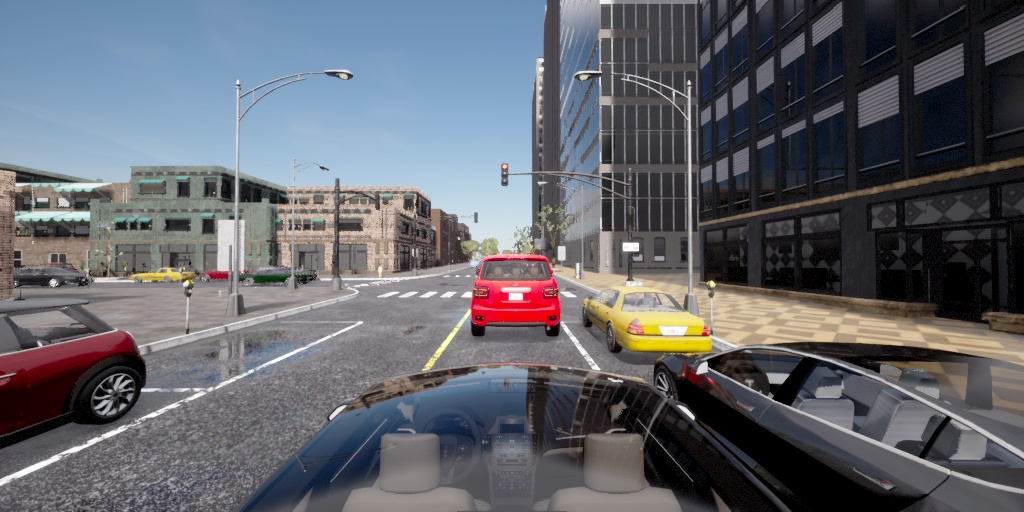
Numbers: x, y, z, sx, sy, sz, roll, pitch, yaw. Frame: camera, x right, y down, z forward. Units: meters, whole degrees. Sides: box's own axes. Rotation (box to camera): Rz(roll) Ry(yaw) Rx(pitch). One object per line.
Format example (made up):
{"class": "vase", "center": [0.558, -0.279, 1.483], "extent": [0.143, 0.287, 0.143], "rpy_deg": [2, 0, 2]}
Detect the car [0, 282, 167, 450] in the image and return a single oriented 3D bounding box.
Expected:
{"class": "car", "center": [-5.692, 1.190, 2.827], "extent": [1.967, 1.591, 4.097], "rpy_deg": [0, 0, 0]}

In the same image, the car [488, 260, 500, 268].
{"class": "car", "center": [-3.193, 1.375, 64.469], "extent": [1.895, 1.301, 4.718], "rpy_deg": [0, 0, 0]}

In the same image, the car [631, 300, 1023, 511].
{"class": "car", "center": [2.655, 1.316, 2.791], "extent": [1.948, 1.339, 4.313], "rpy_deg": [0, 0, 0]}

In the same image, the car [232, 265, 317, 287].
{"class": "car", "center": [-16.777, 1.479, 25.617], "extent": [4.718, 1.301, 1.895], "rpy_deg": [-1, -1, 1]}

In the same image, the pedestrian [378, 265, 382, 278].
{"class": "pedestrian", "center": [-12.616, 1.399, 34.339], "extent": [0.375, 1.300, 0.375], "rpy_deg": [0, 0, 1]}

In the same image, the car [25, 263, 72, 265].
{"class": "car", "center": [-41.669, 1.522, 31.692], "extent": [5.009, 1.841, 2.192], "rpy_deg": [0, 0, 1]}

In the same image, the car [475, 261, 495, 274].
{"class": "car", "center": [-3.193, 1.312, 43.986], "extent": [2.033, 1.411, 5.357], "rpy_deg": [0, 0, 0]}

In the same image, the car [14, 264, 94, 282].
{"class": "car", "center": [-33.261, 1.543, 25.828], "extent": [4.892, 1.490, 1.837], "rpy_deg": [-1, -1, 1]}

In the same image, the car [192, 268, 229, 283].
{"class": "car", "center": [-25.025, 1.489, 31.517], "extent": [4.097, 1.591, 1.967], "rpy_deg": [0, 0, 1]}

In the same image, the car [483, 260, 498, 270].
{"class": "car", "center": [-3.209, 1.317, 54.174], "extent": [2.033, 1.411, 5.357], "rpy_deg": [0, 0, 0]}

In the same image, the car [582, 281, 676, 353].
{"class": "car", "center": [2.813, 1.277, 8.605], "extent": [1.751, 1.417, 4.829], "rpy_deg": [0, 0, 0]}

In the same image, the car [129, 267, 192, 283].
{"class": "car", "center": [-30.743, 1.627, 31.577], "extent": [4.829, 1.417, 1.751], "rpy_deg": [0, 0, 1]}

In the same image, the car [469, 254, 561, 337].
{"class": "car", "center": [0.081, 0.975, 10.480], "extent": [2.150, 2.045, 5.566], "rpy_deg": [0, 0, 0]}
